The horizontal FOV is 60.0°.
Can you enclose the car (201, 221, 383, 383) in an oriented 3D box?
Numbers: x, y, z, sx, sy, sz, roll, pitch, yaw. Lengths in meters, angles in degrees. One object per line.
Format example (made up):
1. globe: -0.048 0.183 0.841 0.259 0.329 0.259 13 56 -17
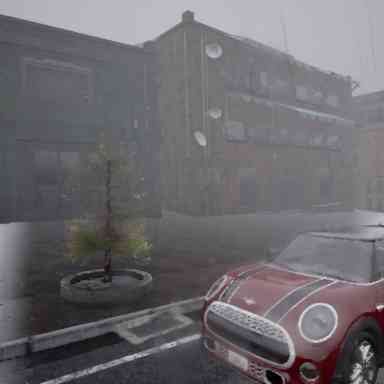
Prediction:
1. car: 2.321 1.367 5.218 4.553 1.767 2.097 0 0 -37
